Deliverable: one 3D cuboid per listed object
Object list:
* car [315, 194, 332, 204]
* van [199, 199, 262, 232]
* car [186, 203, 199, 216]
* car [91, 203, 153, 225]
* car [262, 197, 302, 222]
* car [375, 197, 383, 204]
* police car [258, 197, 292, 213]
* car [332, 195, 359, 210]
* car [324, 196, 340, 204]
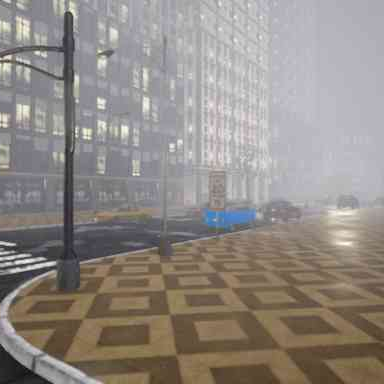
[{"bbox_3d":[24.870,1.370,62.691,2.192,1.841,5.009,0,0,38],"label":"car"},{"bbox_3d":[2.447,1.361,20.364,1.690,1.788,3.998,0,0,38],"label":"van"},{"bbox_3d":[1.151,1.592,31.799,1.802,1.307,4.206,0,0,38],"label":"car"},{"bbox_3d":[-4.947,1.529,24.069,1.752,1.417,4.829,0,0,38],"label":"car"},{"bbox_3d":[7.401,1.466,26.999,1.967,1.590,4.097,0,0,38],"label":"car"},{"bbox_3d":[37.895,1.653,66.716,1.947,1.339,4.313,0,0,38],"label":"car"},{"bbox_3d":[9.759,1.449,38.798,1.930,1.638,5.238,0,0,38],"label":"police car"},{"bbox_3d":[20.955,1.363,44.652,2.192,1.841,5.009,0,0,38],"label":"car"},{"bbox_3d":[28.258,1.614,67.103,2.008,1.369,4.403,0,0,38],"label":"car"}]
